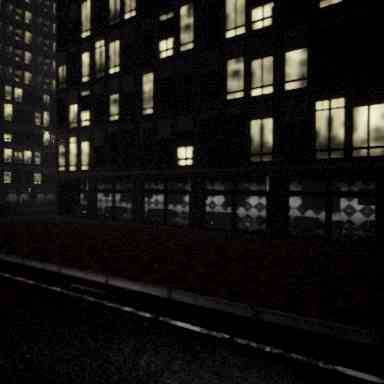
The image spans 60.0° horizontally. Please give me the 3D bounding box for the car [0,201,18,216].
[{"bbox_3d":[-21.643,1.724,34.893,2.192,1.841,5.009,0,0,36],"label":"car"}]

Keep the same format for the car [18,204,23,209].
[{"bbox_3d":[-25.135,1.892,44.269,1.752,1.417,4.829,0,0,36],"label":"car"}]
